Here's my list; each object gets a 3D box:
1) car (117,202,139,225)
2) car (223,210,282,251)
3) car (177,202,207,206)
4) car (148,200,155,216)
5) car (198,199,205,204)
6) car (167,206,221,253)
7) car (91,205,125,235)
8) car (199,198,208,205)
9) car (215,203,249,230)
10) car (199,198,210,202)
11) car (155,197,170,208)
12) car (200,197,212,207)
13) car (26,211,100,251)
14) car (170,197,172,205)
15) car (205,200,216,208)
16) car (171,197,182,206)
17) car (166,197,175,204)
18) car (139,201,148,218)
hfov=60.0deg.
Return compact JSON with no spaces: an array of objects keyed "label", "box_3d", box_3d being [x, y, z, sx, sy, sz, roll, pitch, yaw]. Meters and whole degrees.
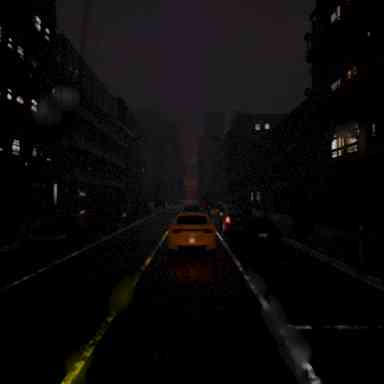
[{"label":"car","box_3d":[-5.673,1.699,26.114,1.967,1.590,4.097,0,-1,0]},{"label":"car","box_3d":[2.702,1.709,14.725,1.947,1.339,4.313,0,-1,0]},{"label":"car","box_3d":[0.013,1.836,29.000,2.033,1.411,5.357,0,-1,0]},{"label":"car","box_3d":[-5.668,1.818,37.492,1.967,1.590,4.097,0,-1,0]},{"label":"car","box_3d":[2.731,2.629,94.382,1.802,1.307,4.206,0,-1,0]},{"label":"car","box_3d":[0.014,1.619,14.495,1.882,1.535,5.008,0,0,0]},{"label":"car","box_3d":[-5.676,1.745,20.423,1.887,1.381,4.507,0,-1,0]},{"label":"car","box_3d":[2.726,2.275,77.314,1.967,1.590,4.097,0,-1,0]},{"label":"car","box_3d":[2.706,1.640,20.417,1.967,1.590,4.097,0,-1,0]},{"label":"car","box_3d":[2.380,1.967,47.886,1.882,1.535,5.008,0,-1,0]},{"label":"car","box_3d":[-5.660,1.946,60.252,2.192,1.841,5.009,0,-1,0]},{"label":"car","box_3d":[2.722,2.013,65.936,2.192,1.841,5.009,0,-1,0]},{"label":"car","box_3d":[-5.678,1.725,14.732,1.802,1.307,4.206,0,-1,0]},{"label":"car","box_3d":[-5.657,2.317,71.629,2.008,1.369,4.403,0,-1,0]},{"label":"car","box_3d":[2.711,1.905,37.654,1.752,1.417,4.829,0,-1,0]},{"label":"car","box_3d":[-2.972,2.358,71.743,1.895,1.301,4.718,0,-1,0]},{"label":"car","box_3d":[-5.649,2.290,88.700,2.192,1.841,5.009,0,-1,0]},{"label":"car","box_3d":[-5.672,1.863,31.802,1.887,1.381,4.507,0,-1,0]}]
